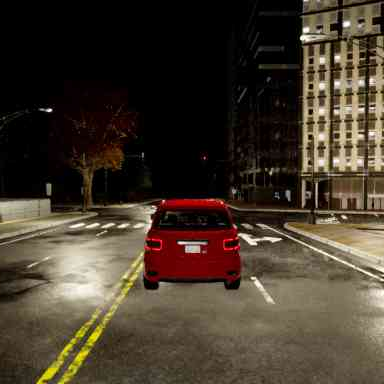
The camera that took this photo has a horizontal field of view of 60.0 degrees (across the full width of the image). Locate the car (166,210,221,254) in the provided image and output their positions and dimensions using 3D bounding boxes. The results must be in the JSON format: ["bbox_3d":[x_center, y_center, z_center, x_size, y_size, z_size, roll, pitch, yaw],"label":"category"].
[{"bbox_3d":[0.062,1.560,14.154,1.994,1.385,4.181,0,0,0],"label":"car"}]

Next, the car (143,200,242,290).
[{"bbox_3d":[-0.022,1.218,9.215,2.150,2.045,5.566,0,0,-1],"label":"car"}]
